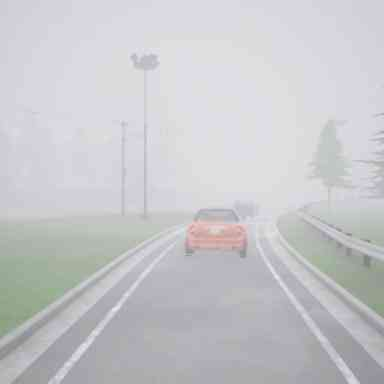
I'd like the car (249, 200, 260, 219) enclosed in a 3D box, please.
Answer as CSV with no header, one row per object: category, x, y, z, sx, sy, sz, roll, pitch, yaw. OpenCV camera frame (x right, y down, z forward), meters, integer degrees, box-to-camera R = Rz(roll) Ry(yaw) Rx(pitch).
car,4.568,1.362,28.357,1.882,1.535,5.008,0,1,19

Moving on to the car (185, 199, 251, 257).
car,1.044,1.298,12.962,2.097,1.767,4.553,0,0,8
